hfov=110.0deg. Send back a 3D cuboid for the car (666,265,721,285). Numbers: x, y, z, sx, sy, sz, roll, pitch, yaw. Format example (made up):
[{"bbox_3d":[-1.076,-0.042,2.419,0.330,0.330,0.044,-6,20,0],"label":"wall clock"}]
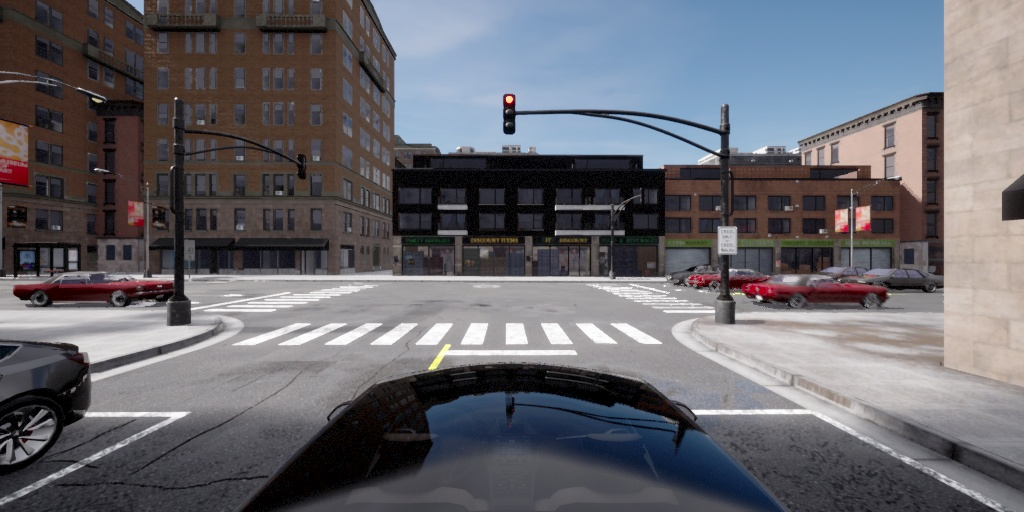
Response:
[{"bbox_3d":[13.161,1.329,24.573,4.892,1.490,1.837,0,0,-1],"label":"car"}]

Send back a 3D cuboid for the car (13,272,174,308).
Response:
[{"bbox_3d":[-16.206,1.280,14.226,4.718,1.301,1.895,0,0,-1],"label":"car"}]

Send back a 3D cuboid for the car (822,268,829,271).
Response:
[{"bbox_3d":[22.905,1.422,24.707,5.357,1.411,2.033,0,0,-1],"label":"car"}]

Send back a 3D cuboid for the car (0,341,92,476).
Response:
[{"bbox_3d":[-5.388,1.316,2.073,1.948,1.339,4.313,0,0,-1],"label":"car"}]

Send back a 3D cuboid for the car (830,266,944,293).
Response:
[{"bbox_3d":[22.718,1.421,21.451,5.357,1.411,2.033,0,0,-1],"label":"car"}]

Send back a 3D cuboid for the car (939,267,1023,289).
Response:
[{"bbox_3d":[32.829,1.492,24.831,4.181,1.385,1.994,0,0,-1],"label":"car"}]

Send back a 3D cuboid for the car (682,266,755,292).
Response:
[{"bbox_3d":[13.071,1.424,21.323,4.718,1.301,1.895,0,0,-1],"label":"car"}]

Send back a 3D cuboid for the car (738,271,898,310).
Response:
[{"bbox_3d":[12.274,1.420,14.608,4.718,1.301,1.895,0,0,-1],"label":"car"}]
